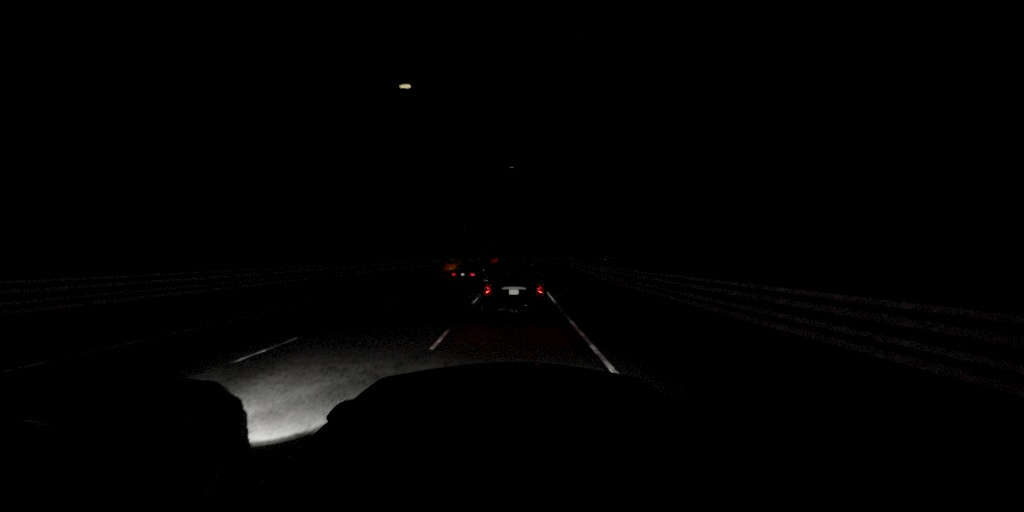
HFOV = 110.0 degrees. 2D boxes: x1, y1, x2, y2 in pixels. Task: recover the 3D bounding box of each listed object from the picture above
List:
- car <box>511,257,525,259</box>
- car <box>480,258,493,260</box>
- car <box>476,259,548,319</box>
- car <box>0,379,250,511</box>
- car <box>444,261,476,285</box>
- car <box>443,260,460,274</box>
[{"bbox_3d":[1.133,1.183,48.796,1.837,1.490,4.892,0,0,2],"label":"car"},{"bbox_3d":[-5.118,1.182,64.891,1.994,1.385,4.181,0,0,2],"label":"car"},{"bbox_3d":[0.083,1.101,12.865,2.097,1.767,4.553,0,0,1],"label":"car"},{"bbox_3d":[-3.397,1.312,1.553,1.994,1.385,4.181,0,0,0],"label":"car"},{"bbox_3d":[-3.143,1.282,26.016,2.033,1.411,5.357,0,0,2],"label":"car"},{"bbox_3d":[-6.182,1.179,39.162,1.882,1.535,5.008,0,0,2],"label":"car"}]
